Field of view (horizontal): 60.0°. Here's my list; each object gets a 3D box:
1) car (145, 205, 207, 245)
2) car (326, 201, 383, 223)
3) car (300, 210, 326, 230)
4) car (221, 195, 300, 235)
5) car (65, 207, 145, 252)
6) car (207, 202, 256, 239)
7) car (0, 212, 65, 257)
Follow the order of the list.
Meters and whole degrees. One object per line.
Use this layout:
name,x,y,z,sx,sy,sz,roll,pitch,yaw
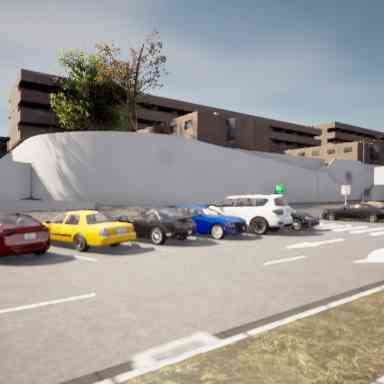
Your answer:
car,-2.085,1.441,15.146,4.892,1.521,2.231,-1,-1,35
car,12.486,1.539,25.529,4.674,1.452,2.002,-1,-1,35
car,5.197,1.460,20.353,4.892,1.521,2.231,-1,-1,34
car,2.741,1.198,18.628,5.566,2.045,2.435,-1,-1,35
car,-4.671,1.435,13.525,5.366,1.575,1.946,-1,-1,35
car,0.340,1.443,16.888,5.008,1.535,2.097,-1,-1,35
car,-6.972,1.465,11.704,4.792,1.488,2.163,-1,-1,35
